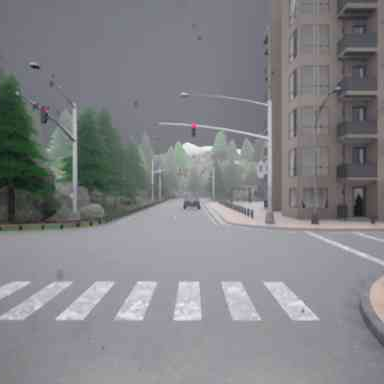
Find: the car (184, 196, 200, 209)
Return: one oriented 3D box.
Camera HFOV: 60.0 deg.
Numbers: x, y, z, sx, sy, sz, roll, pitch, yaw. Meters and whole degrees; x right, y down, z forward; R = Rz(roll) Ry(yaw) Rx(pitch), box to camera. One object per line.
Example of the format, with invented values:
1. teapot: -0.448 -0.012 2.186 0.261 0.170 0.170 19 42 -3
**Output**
1. car: -0.003 1.323 45.415 2.097 1.767 4.553 0 0 0
